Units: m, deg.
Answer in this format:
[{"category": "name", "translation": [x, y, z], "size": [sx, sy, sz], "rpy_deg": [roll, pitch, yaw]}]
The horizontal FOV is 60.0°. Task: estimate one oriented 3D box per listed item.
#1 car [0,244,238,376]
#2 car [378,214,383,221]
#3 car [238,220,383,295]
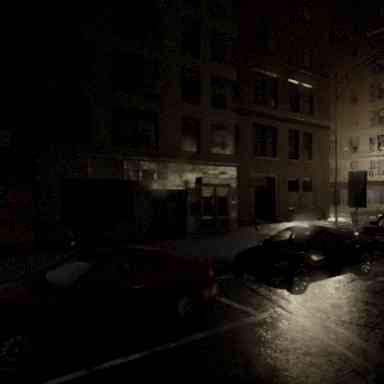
[{"category": "car", "translation": [-1.457, 1.579, 5.493], "size": [4.206, 1.307, 1.802], "rpy_deg": [0, 0, -36]}, {"category": "car", "translation": [7.538, 1.418, 11.911], "size": [4.097, 1.590, 1.967], "rpy_deg": [0, 0, -36]}, {"category": "car", "translation": [3.041, 1.553, 8.702], "size": [4.313, 1.339, 1.947], "rpy_deg": [0, 0, -36]}]
